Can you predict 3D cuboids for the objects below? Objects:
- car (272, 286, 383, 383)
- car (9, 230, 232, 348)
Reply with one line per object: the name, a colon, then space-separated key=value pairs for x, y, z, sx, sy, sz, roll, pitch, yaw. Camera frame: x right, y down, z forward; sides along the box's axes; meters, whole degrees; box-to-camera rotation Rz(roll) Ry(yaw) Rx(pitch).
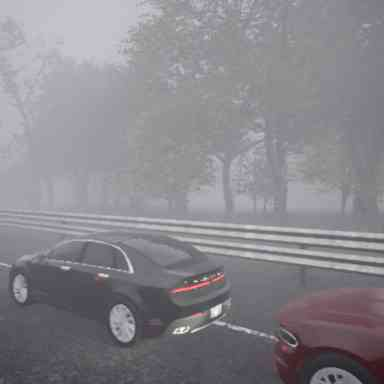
car: x=3.200 y=1.486 z=2.867 sx=5.008 sy=1.535 sz=1.882 roll=0 pitch=0 yaw=36
car: x=-1.609 y=1.499 z=6.328 sx=4.892 sy=1.490 sz=1.837 roll=0 pitch=0 yaw=36
